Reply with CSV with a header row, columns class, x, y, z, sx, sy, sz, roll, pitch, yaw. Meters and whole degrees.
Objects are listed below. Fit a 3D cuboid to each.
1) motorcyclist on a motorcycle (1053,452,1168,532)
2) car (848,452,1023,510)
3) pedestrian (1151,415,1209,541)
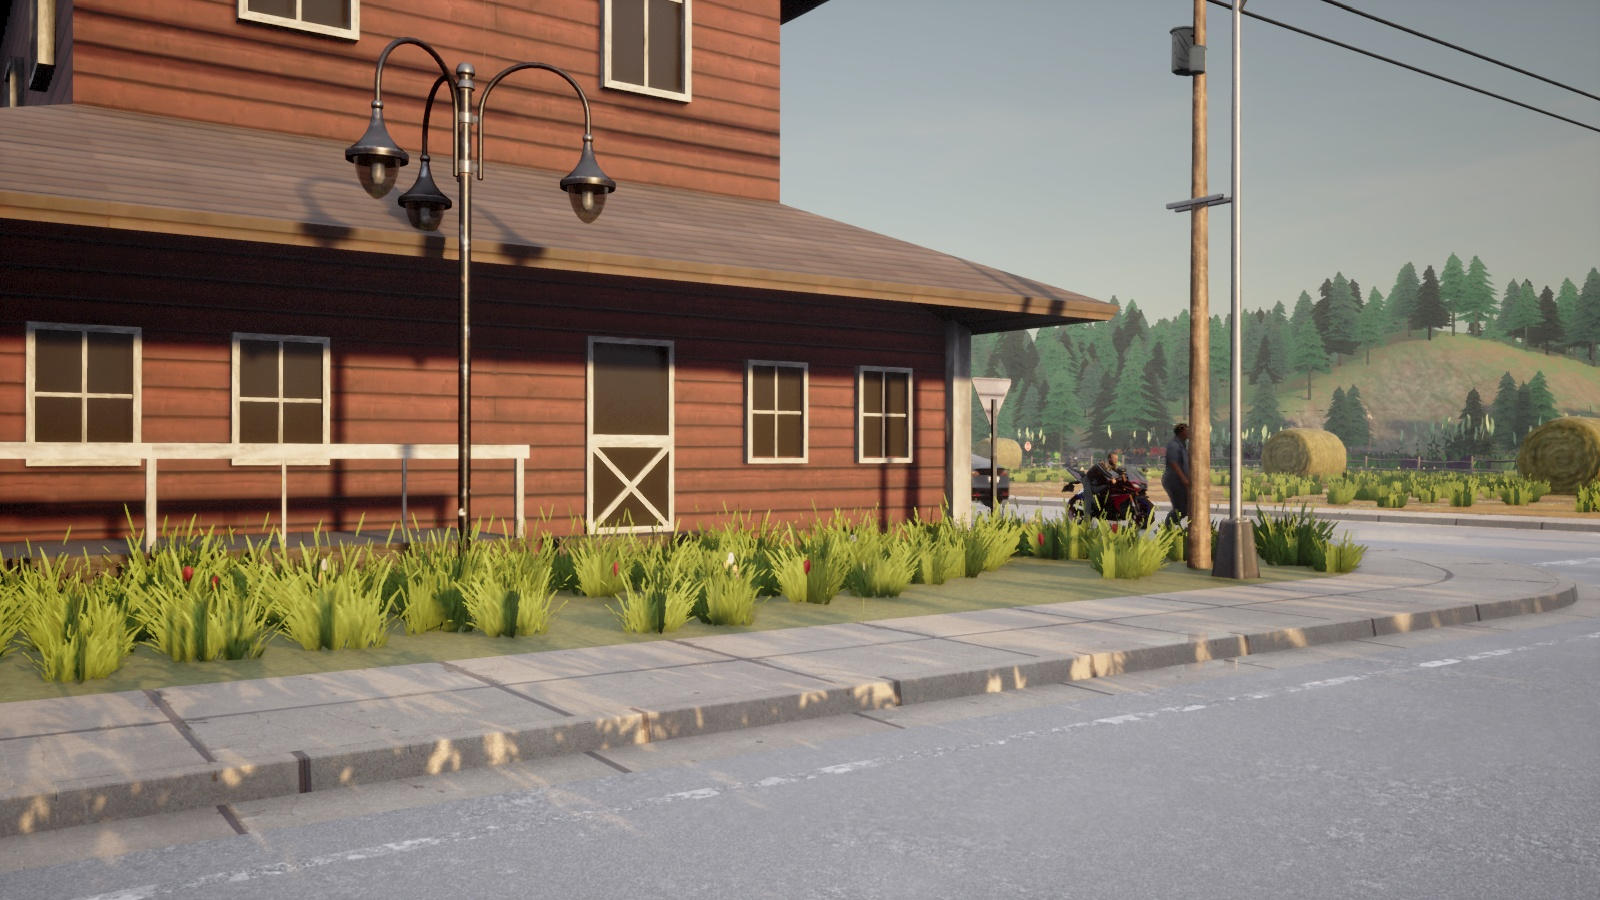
class,x,y,z,sx,sy,sz,roll,pitch,yaw
motorcyclist on a motorcycle,6.203,0.801,25.174,0.866,1.530,2.191,0,0,-36
car,3.645,0.795,34.726,2.163,1.488,4.792,0,0,-36
pedestrian,5.681,0.414,18.785,0.694,1.848,0.540,0,0,36
